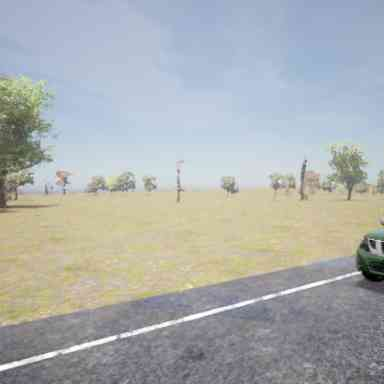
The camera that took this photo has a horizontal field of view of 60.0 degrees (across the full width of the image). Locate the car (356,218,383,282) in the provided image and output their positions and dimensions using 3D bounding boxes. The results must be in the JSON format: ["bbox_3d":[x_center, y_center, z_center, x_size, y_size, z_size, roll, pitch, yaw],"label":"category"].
[{"bbox_3d":[6.659,1.282,8.862,5.566,2.045,2.150,0,0,-36],"label":"car"}]
